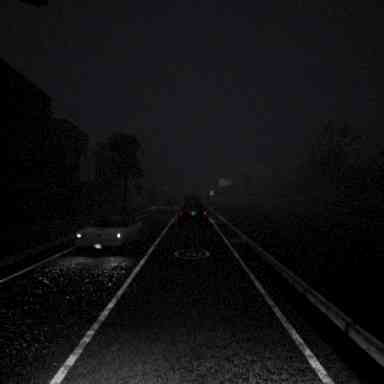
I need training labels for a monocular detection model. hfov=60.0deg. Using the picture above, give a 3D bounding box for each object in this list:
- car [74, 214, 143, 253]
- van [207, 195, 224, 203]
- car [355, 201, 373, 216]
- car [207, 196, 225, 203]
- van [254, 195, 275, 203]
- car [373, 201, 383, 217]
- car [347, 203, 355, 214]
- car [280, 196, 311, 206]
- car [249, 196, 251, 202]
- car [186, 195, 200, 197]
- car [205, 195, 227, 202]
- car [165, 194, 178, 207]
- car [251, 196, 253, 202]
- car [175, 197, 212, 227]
[{"bbox_3d":[-3.355,1.659,14.132,1.895,1.301,4.718,0,0,0],"label":"car"},{"bbox_3d":[6.319,1.840,89.662,4.442,1.987,1.878,0,-2,0],"label":"van"},{"bbox_3d":[18.691,1.583,31.582,4.892,1.521,2.231,0,0,0],"label":"car"},{"bbox_3d":[6.259,1.864,86.622,4.553,1.767,2.185,0,-1,0],"label":"car"},{"bbox_3d":[18.408,1.695,83.160,4.442,1.987,1.878,0,-1,0],"label":"van"},{"bbox_3d":[18.700,1.570,28.308,5.008,1.535,2.097,0,0,0],"label":"car"},{"bbox_3d":[18.695,1.635,34.858,4.674,1.452,2.002,0,0,0],"label":"car"},{"bbox_3d":[18.739,1.560,59.194,4.553,1.767,2.185,0,0,0],"label":"car"},{"bbox_3d":[18.665,2.039,88.612,5.366,1.575,1.946,0,-2,0],"label":"car"},{"bbox_3d":[0.092,1.389,40.776,2.150,2.045,5.566,0,0,0],"label":"car"},{"bbox_3d":[6.067,1.926,83.701,5.366,1.575,1.946,0,-1,0],"label":"car"},{"bbox_3d":[-3.316,1.450,57.199,2.150,2.045,5.566,0,0,0],"label":"car"},{"bbox_3d":[18.687,1.977,85.951,5.366,1.575,1.946,0,-1,0],"label":"car"},{"bbox_3d":[0.091,1.451,23.829,2.097,1.767,4.553,0,0,0],"label":"car"}]
